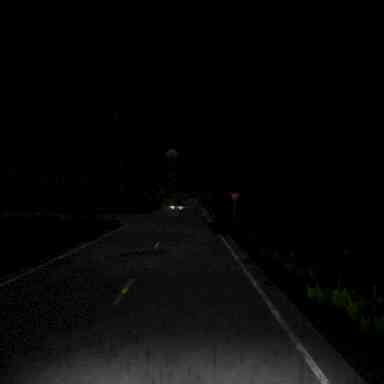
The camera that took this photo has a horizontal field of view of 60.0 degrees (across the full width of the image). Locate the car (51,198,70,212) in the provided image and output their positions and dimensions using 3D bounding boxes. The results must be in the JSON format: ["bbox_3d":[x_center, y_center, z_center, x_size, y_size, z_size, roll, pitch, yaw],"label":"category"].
[{"bbox_3d":[-17.199,1.699,43.456,1.905,1.878,3.866,0,-1,-31],"label":"car"}]

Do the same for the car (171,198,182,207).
[{"bbox_3d":[-3.164,2.118,69.052,2.097,1.767,4.553,0,-1,0],"label":"car"}]
